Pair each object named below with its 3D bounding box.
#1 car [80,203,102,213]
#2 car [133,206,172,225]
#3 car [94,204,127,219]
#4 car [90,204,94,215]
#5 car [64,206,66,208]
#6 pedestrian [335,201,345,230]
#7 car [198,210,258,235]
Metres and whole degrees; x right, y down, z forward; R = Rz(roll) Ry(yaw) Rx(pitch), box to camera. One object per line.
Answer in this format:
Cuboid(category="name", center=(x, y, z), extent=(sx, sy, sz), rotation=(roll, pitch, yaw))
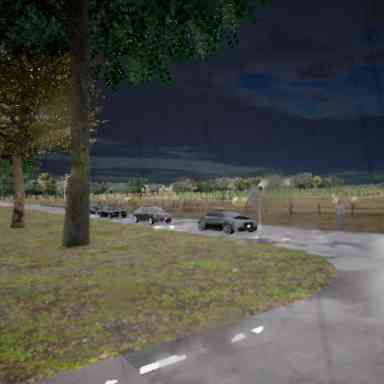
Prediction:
Cuboid(category="car", center=(-15.783, 2.475, 51.821), extent=(1.895, 1.301, 4.718), rotation=(-1, 0, -35))
Cuboid(category="car", center=(-3.572, 1.989, 29.254), extent=(1.837, 1.490, 4.892), rotation=(-1, 0, -35))
Cuboid(category="car", center=(-8.865, 2.250, 36.821), extent=(1.895, 1.301, 4.718), rotation=(-1, 0, -35))
Cuboid(category="car", center=(-14.522, 2.385, 44.953), extent=(1.994, 1.385, 4.181), rotation=(-1, 0, -34))
Cuboid(category="car", center=(-21.621, 2.611, 60.146), extent=(1.994, 1.385, 4.181), rotation=(-1, 0, -35))
Cuboid(category="pedestrian", center=(9.406, 1.430, 21.137), extent=(0.375, 1.860, 0.375), rotation=(-3, 2, -35))
Cuboid(category="car", center=(2.174, 1.864, 21.062), extent=(1.994, 1.385, 4.181), rotation=(-1, 0, -35))
